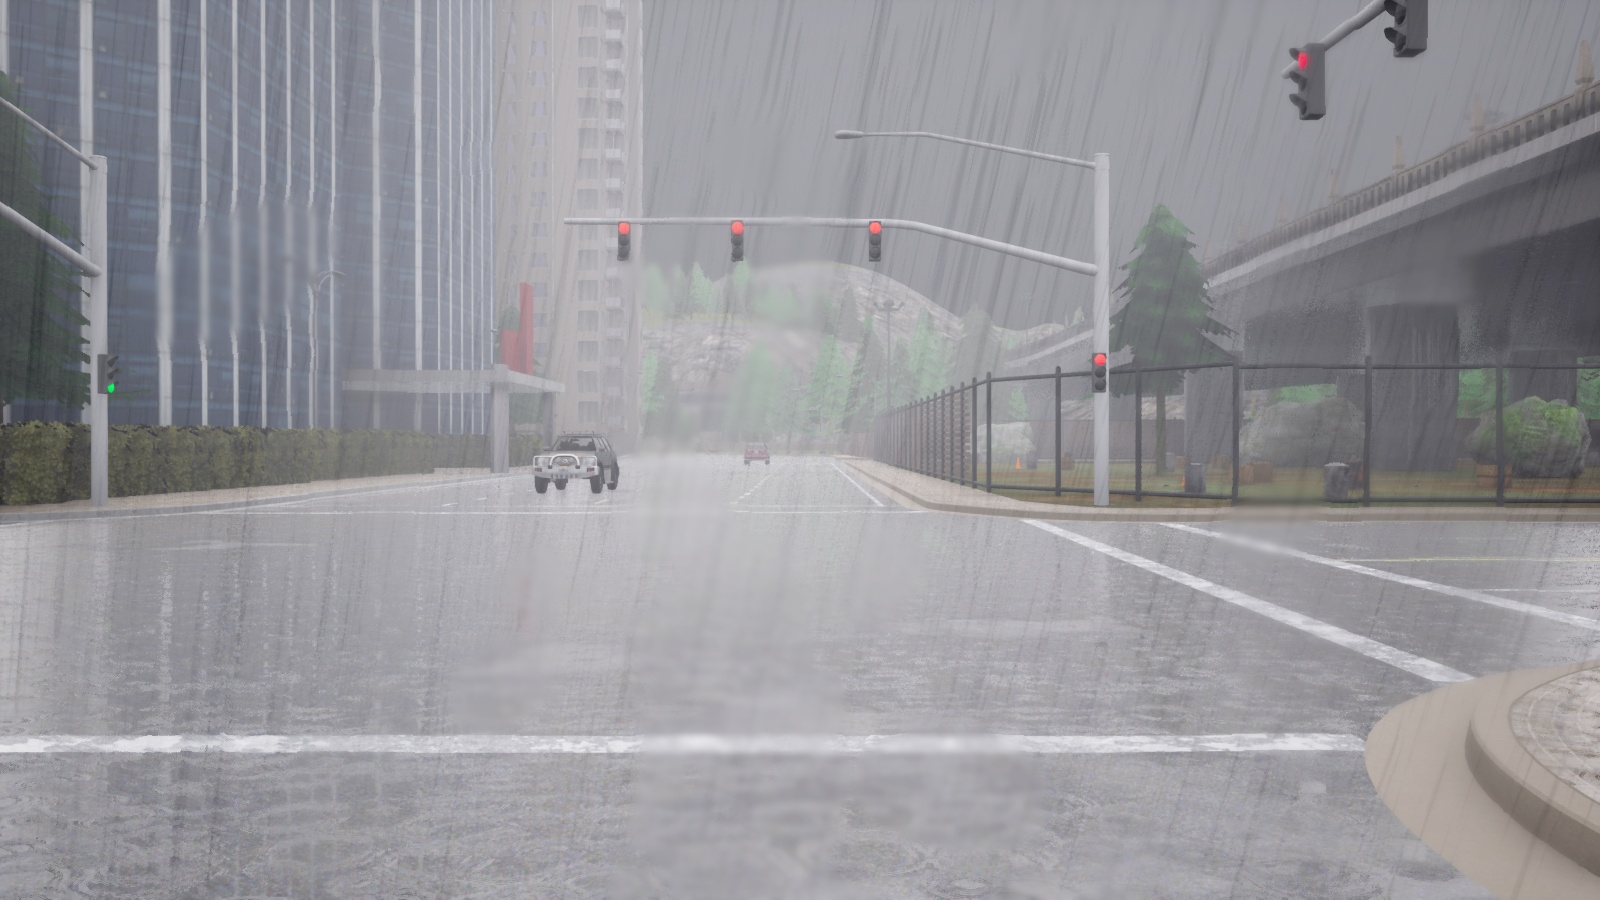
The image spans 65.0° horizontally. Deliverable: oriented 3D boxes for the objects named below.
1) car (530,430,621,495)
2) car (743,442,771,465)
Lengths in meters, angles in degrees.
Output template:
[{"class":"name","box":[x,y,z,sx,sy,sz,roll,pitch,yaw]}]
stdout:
[{"class":"car","box":[-6.765,0.341,38.320,1.932,1.855,4.605,0,0,0]},{"class":"car","box":[-2.986,0.228,87.571,1.789,1.549,3.705,0,0,0]}]
